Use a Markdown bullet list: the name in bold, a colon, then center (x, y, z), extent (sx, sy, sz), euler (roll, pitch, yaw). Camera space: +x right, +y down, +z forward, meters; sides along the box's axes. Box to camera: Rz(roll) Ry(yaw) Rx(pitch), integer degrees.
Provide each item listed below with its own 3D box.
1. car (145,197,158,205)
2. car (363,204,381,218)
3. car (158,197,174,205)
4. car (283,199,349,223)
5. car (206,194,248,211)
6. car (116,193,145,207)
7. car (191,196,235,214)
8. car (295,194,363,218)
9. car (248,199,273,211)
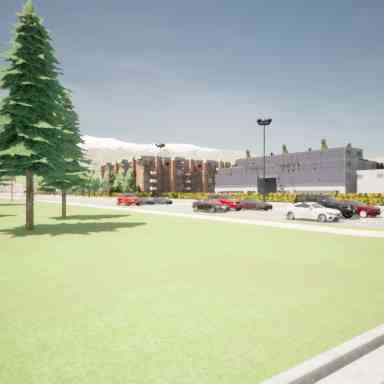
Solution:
- **car**: center (-8.338, 1.548, 56.332), extent (2.033, 1.411, 5.357), euler (0, 0, -36)
- **car**: center (14.605, 1.478, 30.598), extent (1.882, 1.535, 5.008), euler (0, 0, -36)
- **car**: center (-5.292, 1.548, 58.087), extent (2.033, 1.411, 5.357), euler (0, 0, -35)
- **car**: center (9.319, 1.526, 26.006), extent (1.812, 1.442, 4.674), euler (0, 0, -35)
- **car**: center (3.605, 1.223, 39.699), extent (2.150, 2.045, 5.566), euler (0, 0, -36)
- **car**: center (-10.110, 1.224, 52.781), extent (2.150, 2.045, 5.566), euler (0, 0, -35)
- **car**: center (1.887, 1.492, 36.128), extent (2.128, 1.511, 4.902), euler (0, 0, -36)
- **car**: center (11.415, 1.221, 29.029), extent (2.150, 2.045, 5.566), euler (0, 0, -36)
- **car**: center (7.327, 1.548, 40.540), extent (2.033, 1.411, 5.357), euler (0, 0, -36)
